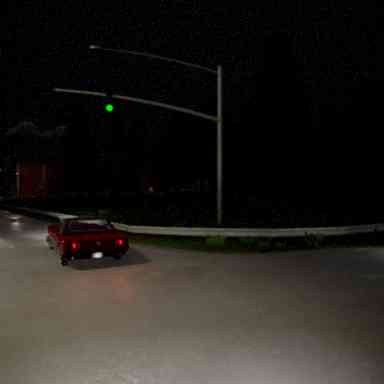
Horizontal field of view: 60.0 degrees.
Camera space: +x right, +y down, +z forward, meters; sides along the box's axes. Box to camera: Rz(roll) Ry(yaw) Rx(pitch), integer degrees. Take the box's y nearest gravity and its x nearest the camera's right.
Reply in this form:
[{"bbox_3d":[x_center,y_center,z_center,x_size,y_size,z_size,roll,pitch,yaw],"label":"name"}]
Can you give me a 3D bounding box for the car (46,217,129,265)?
[{"bbox_3d":[-3.788,1.495,11.425,1.895,1.301,4.718,0,0,-29],"label":"car"}]
